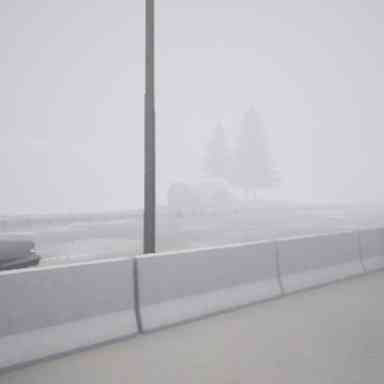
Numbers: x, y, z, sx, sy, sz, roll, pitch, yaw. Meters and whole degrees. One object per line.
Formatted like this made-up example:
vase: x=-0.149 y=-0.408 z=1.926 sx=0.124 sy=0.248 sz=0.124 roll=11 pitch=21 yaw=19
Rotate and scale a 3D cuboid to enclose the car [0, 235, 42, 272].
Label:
car: x=-6.553 y=1.547 z=7.878 sx=5.357 sy=1.411 sz=2.033 roll=0 pitch=0 yaw=-35
